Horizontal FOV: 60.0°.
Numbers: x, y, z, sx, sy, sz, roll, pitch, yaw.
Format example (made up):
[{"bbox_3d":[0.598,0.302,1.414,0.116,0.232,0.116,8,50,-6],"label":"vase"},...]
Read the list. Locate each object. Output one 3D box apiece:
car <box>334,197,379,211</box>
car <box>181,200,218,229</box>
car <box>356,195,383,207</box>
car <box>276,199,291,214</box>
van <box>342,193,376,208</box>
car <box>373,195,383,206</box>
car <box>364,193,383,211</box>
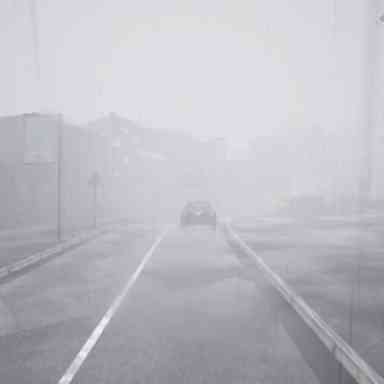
[{"bbox_3d":[20.896,1.495,42.398,5.008,1.535,1.882,-2,-1,-12],"label":"car"},{"bbox_3d":[0.559,1.260,21.049,2.097,1.767,4.553,0,0,6],"label":"car"},{"bbox_3d":[26.474,1.322,48.282,2.231,1.521,4.892,-3,-1,-12],"label":"car"},{"bbox_3d":[11.495,1.530,36.448,4.553,1.767,2.097,0,-2,-28],"label":"car"},{"bbox_3d":[23.757,1.244,47.587,1.878,1.987,4.442,-3,-1,-12],"label":"van"},{"bbox_3d":[29.202,1.203,48.855,2.002,1.452,4.674,-3,-1,-12],"label":"car"},{"bbox_3d":[21.046,1.048,34.565,2.435,2.045,5.566,-2,-1,-12],"label":"car"}]
